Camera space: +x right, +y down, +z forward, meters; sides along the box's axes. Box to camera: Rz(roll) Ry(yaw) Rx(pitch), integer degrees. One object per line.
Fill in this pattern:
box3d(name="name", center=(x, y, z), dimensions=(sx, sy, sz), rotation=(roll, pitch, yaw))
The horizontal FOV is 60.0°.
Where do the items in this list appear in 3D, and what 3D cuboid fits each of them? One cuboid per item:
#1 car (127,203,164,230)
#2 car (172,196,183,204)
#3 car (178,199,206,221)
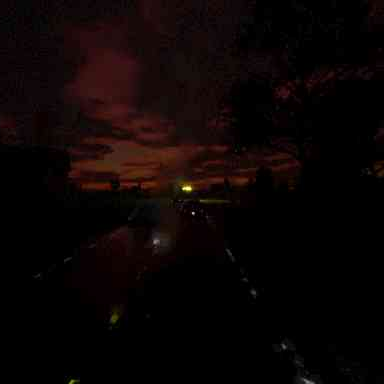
box3d(name="car", center=(-2.857, 1.467, 21.349), dimensions=(1.882, 1.535, 5.008), rotation=(0, 0, 0))
box3d(name="car", center=(-2.790, 1.461, 63.630), dimensions=(1.837, 1.490, 4.892), rotation=(0, 1, 0))
box3d(name="car", center=(0.090, 1.548, 26.721), dimensions=(1.994, 1.385, 4.181), rotation=(0, 0, 0))
